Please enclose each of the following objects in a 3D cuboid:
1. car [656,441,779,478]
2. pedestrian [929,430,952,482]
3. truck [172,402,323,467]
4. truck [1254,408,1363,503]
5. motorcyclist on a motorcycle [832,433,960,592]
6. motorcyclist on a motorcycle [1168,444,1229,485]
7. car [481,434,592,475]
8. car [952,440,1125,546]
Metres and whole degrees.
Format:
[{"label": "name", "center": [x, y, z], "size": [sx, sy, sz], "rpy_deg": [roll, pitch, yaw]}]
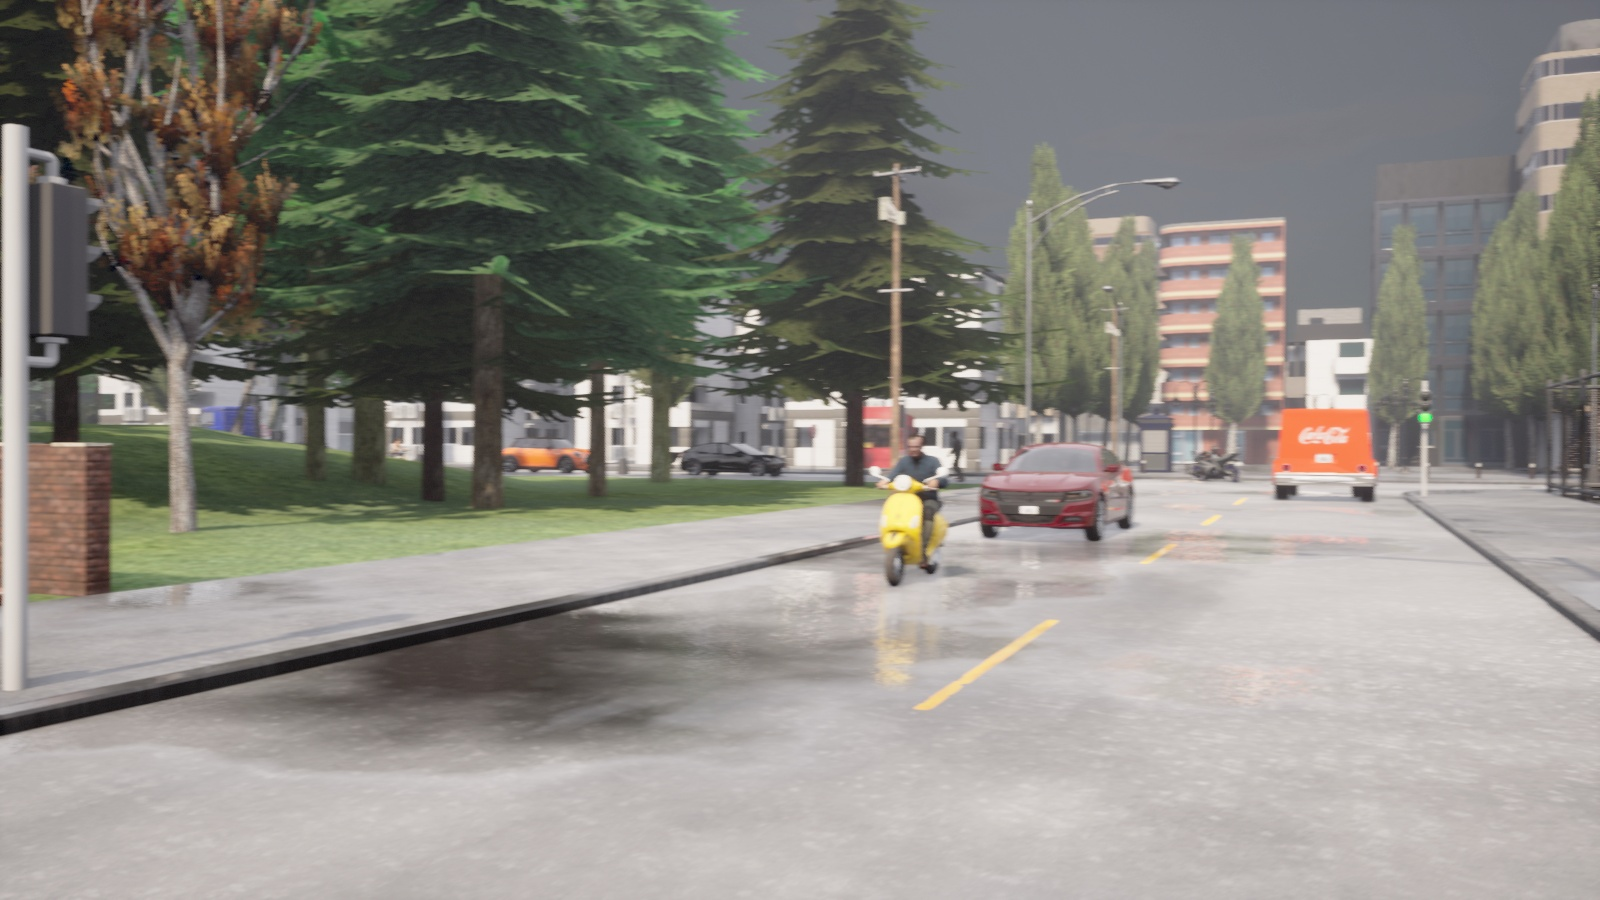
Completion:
[{"label": "car", "center": [-3.522, 0.392, 53.648], "size": [4.792, 1.488, 2.163], "rpy_deg": [0, 0, 23]}, {"label": "pedestrian", "center": [4.966, 0.209, 44.331], "size": [0.703, 1.840, 0.431], "rpy_deg": [1, 0, 30]}, {"label": "truck", "center": [-30.321, -0.842, 68.899], "size": [7.936, 3.462, 2.891], "rpy_deg": [0, 0, 22]}, {"label": "truck", "center": [14.265, 0.123, 35.274], "size": [2.627, 2.467, 5.204], "rpy_deg": [0, 0, 22]}, {"label": "motorcyclist on a motorcycle", "center": [1.071, 0.622, 13.563], "size": [0.866, 1.590, 1.817], "rpy_deg": [0, 0, 22]}, {"label": "motorcyclist on a motorcycle", "center": [15.612, 0.566, 49.268], "size": [0.866, 1.530, 2.191], "rpy_deg": [-2, 2, -35]}, {"label": "car", "center": [-11.955, 0.180, 57.072], "size": [4.553, 1.767, 2.097], "rpy_deg": [0, 0, 23]}, {"label": "car", "center": [4.122, 0.617, 21.011], "size": [1.882, 1.535, 5.008], "rpy_deg": [0, 0, 22]}]
